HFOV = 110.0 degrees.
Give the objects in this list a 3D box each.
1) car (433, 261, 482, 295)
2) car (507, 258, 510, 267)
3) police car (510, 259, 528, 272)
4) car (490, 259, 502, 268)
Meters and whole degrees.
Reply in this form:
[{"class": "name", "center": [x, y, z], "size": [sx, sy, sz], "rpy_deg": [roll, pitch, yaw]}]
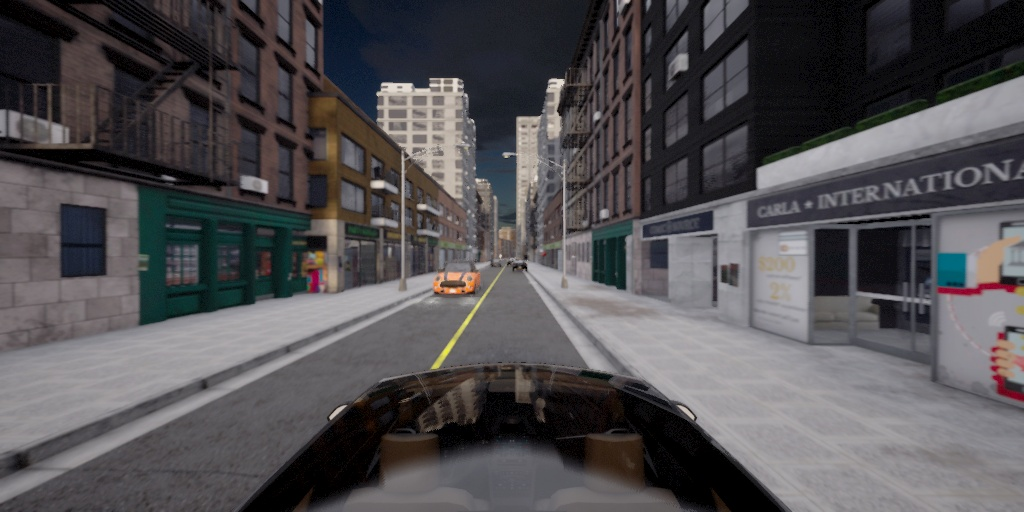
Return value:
[{"class": "car", "center": [-2.841, 1.088, 19.441], "size": [2.097, 1.767, 4.553], "rpy_deg": [0, 0, 0]}, {"class": "car", "center": [0.025, 1.213, 64.690], "size": [1.882, 1.535, 5.008], "rpy_deg": [0, 0, 0]}, {"class": "police car", "center": [0.980, 1.153, 45.417], "size": [1.930, 1.638, 5.238], "rpy_deg": [0, 0, 0]}, {"class": "car", "center": [-2.759, 1.211, 61.648], "size": [1.882, 1.535, 5.008], "rpy_deg": [0, 0, 1]}]
